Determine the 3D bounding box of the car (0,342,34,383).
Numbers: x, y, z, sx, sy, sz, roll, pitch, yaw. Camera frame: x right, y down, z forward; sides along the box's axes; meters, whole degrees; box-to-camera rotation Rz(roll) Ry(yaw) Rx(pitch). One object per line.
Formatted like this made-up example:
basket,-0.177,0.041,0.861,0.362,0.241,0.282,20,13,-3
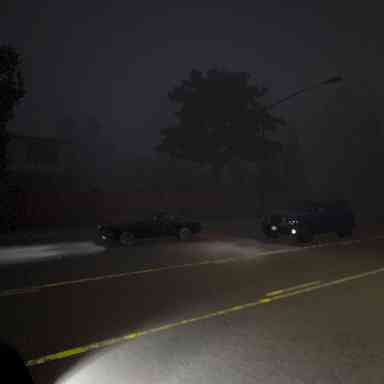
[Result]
car,-2.959,1.551,1.635,4.181,1.385,1.994,1,0,-36

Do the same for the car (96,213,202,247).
car,-1.950,1.657,15.483,4.718,1.301,1.895,1,0,-35

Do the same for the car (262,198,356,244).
car,6.025,1.336,16.824,5.566,2.045,2.150,1,-1,-35
